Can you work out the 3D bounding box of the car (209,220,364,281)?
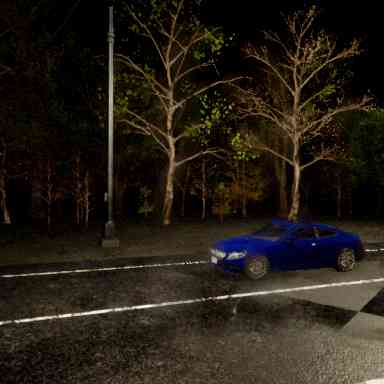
[{"bbox_3d":[2.802,1.577,9.693,4.674,1.442,1.812,0,0,-19],"label":"car"}]
